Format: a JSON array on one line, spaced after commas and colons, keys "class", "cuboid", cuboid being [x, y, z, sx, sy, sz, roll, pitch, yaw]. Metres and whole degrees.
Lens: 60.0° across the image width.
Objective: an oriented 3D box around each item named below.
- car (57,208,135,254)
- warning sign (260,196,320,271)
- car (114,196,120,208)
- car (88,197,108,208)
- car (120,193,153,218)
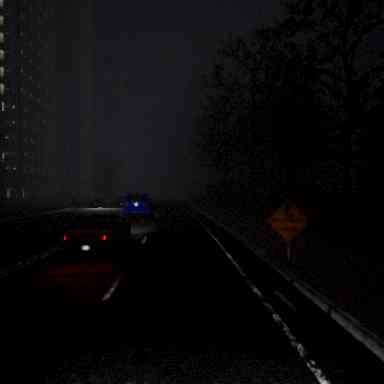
[{"class": "car", "cuboid": [-3.643, 1.552, 13.307, 1.895, 1.301, 4.718, 0, 0, -2]}, {"class": "warning sign", "cuboid": [2.602, 1.062, 8.990, 1.300, 1.860, 1.060, 0, 0, -2]}, {"class": "car", "cuboid": [-9.432, 1.325, 45.477, 1.837, 1.490, 4.892, 0, 0, -5]}, {"class": "car", "cuboid": [-12.657, 1.399, 45.057, 1.994, 1.385, 4.181, 0, 0, -5]}, {"class": "car", "cuboid": [-4.658, 1.100, 29.150, 2.150, 2.045, 5.566, 0, 0, -4]}]
